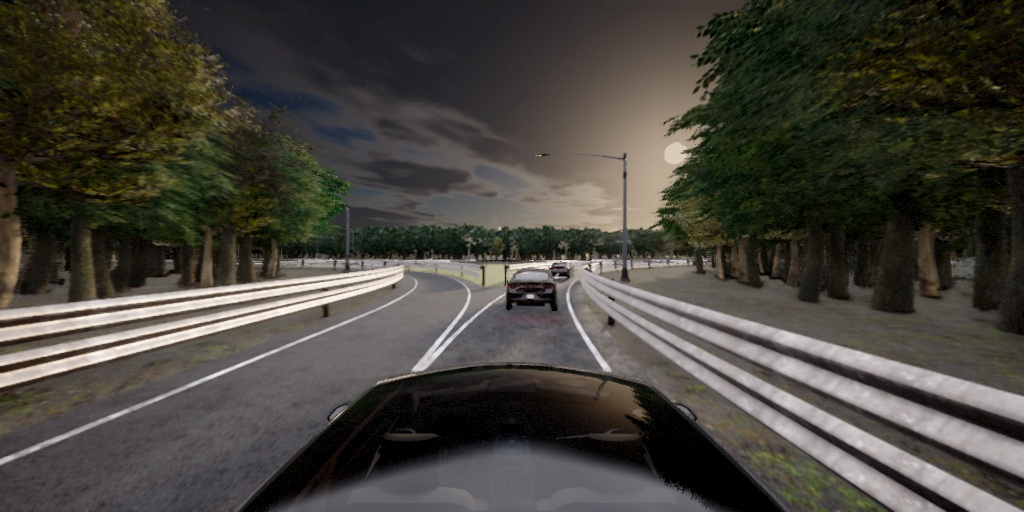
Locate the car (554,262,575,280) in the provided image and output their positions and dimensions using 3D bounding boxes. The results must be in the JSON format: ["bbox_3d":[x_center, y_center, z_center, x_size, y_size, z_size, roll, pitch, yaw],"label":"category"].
[{"bbox_3d":[4.576,1.312,32.649,1.837,1.490,4.892,-1,0,16],"label":"car"}]

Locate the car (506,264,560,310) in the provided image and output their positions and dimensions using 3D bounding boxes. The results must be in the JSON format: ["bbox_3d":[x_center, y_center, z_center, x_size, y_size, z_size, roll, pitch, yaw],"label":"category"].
[{"bbox_3d":[0.909,1.252,14.883,1.882,1.535,5.008,0,0,6],"label":"car"}]
